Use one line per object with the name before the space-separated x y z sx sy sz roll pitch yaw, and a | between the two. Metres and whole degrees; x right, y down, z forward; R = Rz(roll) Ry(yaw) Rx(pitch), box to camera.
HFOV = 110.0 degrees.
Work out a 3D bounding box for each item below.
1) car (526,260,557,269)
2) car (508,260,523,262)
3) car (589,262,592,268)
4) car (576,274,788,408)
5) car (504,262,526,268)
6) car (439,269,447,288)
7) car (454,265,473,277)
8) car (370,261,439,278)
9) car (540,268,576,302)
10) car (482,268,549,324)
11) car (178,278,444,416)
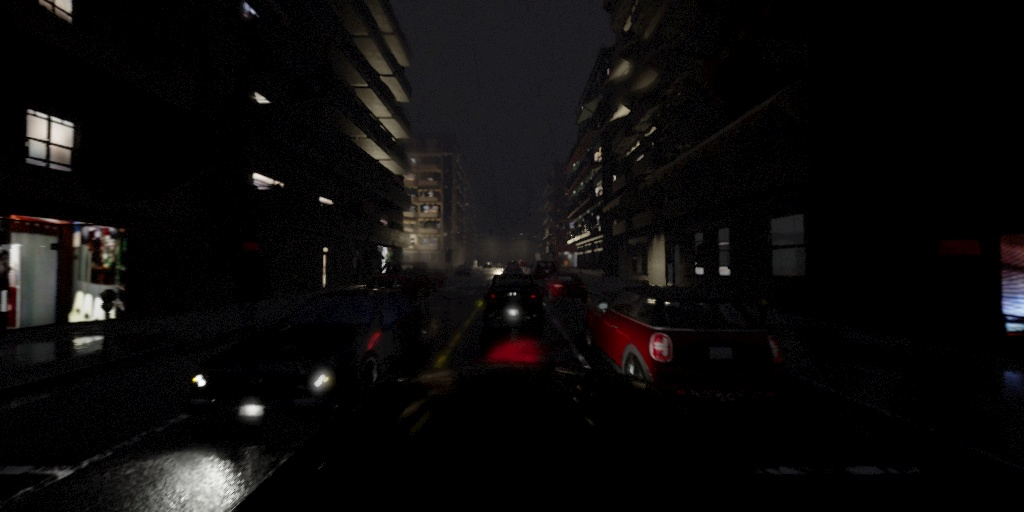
car | 2.539 1.260 28.433 2.192 1.841 5.009 0 0 0
car | 0.110 1.485 50.319 2.097 1.767 4.553 0 0 0
car | 13.756 1.628 57.380 4.403 1.370 2.007 0 0 0
car | 2.534 1.221 6.309 1.967 1.591 4.097 0 0 0
car | 0.106 1.555 33.901 1.994 1.385 4.181 0 0 0
car | -5.311 1.447 22.959 1.888 1.381 4.507 0 0 0
car | -5.307 1.622 39.551 1.802 1.307 4.207 0 0 0
car | -5.312 1.174 17.428 2.192 1.841 5.009 0 0 0
car | 2.536 1.441 17.371 1.802 1.307 4.207 0 0 0
car | 0.028 1.327 12.333 1.837 1.490 4.892 0 0 0
car | -2.849 1.330 6.598 2.033 1.411 5.357 0 0 0
